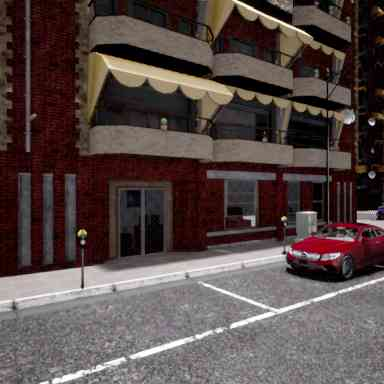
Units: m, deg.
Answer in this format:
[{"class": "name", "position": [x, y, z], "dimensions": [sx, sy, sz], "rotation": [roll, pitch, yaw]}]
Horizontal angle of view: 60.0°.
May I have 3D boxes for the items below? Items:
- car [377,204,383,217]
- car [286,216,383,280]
[{"class": "car", "position": [18.540, 1.569, 28.551], "dimensions": [2.097, 1.767, 4.553], "rotation": [0, -1, -32]}, {"class": "car", "position": [4.616, 1.582, 9.901], "dimensions": [4.206, 1.307, 1.802], "rotation": [0, 0, -35]}]
